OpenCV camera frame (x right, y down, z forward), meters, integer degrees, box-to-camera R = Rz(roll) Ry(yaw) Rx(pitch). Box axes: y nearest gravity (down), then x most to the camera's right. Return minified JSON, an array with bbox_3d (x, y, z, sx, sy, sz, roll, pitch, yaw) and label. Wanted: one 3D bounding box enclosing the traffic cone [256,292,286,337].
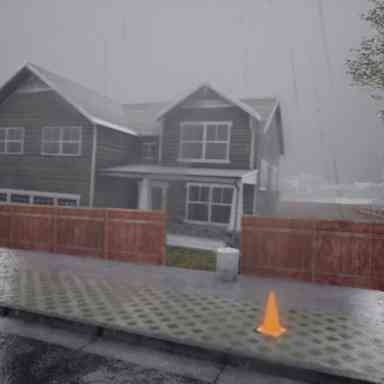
[{"bbox_3d":[1.224,1.839,5.118,0.340,0.580,0.340,1,0,39],"label":"traffic cone"}]
